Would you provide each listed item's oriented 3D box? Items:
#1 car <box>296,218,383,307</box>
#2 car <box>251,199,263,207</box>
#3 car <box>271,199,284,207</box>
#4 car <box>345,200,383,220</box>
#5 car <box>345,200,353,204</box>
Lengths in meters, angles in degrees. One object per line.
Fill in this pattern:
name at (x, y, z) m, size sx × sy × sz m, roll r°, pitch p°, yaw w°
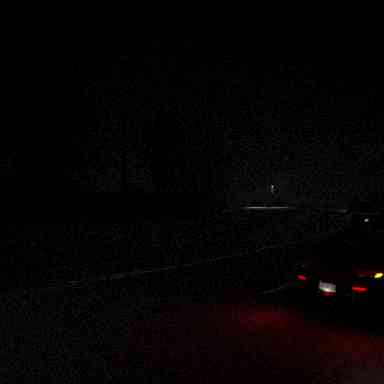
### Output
car at (4.077, 1.533, 7.466) m, size 4.674 × 1.442 × 1.812 m, roll 0°, pitch 0°, yaw -43°
car at (11.639, 1.984, 59.503) m, size 1.994 × 1.385 × 4.181 m, roll -1°, pitch -1°, yaw 9°
car at (15.057, 1.919, 58.710) m, size 2.033 × 1.411 × 5.357 m, roll -1°, pitch -1°, yaw 9°
car at (12.110, 1.547, 22.671) m, size 2.128 × 1.511 × 4.902 m, roll 0°, pitch 0°, yaw 32°
car at (18.312, 1.618, 36.940) m, size 2.128 × 1.511 × 4.902 m, roll -1°, pitch 0°, yaw 16°
